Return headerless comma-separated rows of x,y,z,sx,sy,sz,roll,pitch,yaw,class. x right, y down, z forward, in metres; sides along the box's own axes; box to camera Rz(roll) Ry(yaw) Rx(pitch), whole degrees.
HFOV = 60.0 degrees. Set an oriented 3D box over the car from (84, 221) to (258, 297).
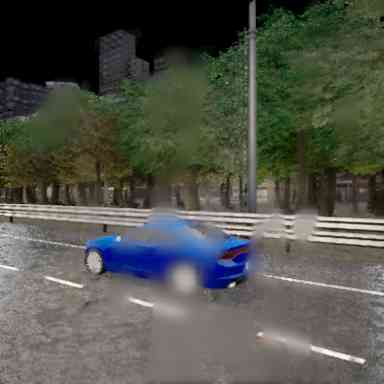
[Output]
-0.766,1.495,8.717,5.008,1.535,1.882,0,0,36,car
